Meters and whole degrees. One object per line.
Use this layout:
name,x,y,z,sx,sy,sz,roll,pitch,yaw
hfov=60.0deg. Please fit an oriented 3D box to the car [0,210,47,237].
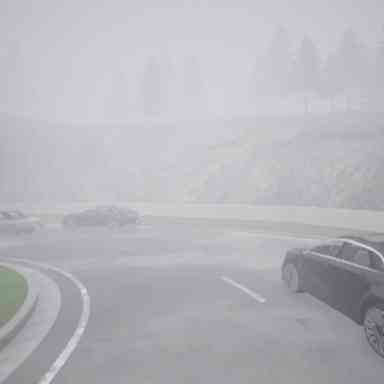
car,-10.346,1.631,17.440,4.718,1.301,1.895,0,0,-2

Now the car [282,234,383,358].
car,3.268,1.502,6.032,2.128,1.511,4.902,0,0,-7

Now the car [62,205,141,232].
car,-5.521,1.527,20.178,4.902,1.511,2.128,0,0,17
